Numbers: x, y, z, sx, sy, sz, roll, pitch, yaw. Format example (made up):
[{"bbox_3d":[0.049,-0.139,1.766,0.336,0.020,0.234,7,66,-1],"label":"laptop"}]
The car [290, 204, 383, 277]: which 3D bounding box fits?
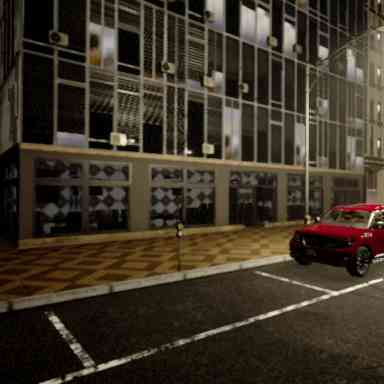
[{"bbox_3d":[5.291,1.338,10.523,5.009,1.841,2.192,0,0,-36],"label":"car"}]
